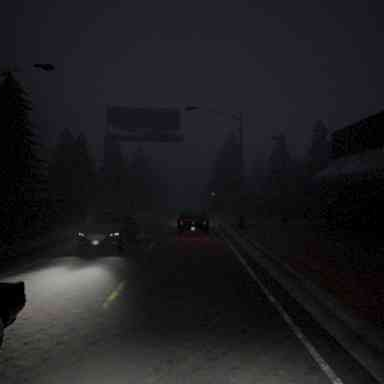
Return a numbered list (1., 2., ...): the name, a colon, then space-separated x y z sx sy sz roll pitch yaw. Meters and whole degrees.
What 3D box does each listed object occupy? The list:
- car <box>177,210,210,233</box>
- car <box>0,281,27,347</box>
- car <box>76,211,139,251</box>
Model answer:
1. car: 0.066 1.802 20.994 1.895 1.301 4.718 0 -1 0
2. car: -3.601 1.633 3.149 1.895 1.301 4.718 0 -1 0
3. car: -3.586 1.635 14.828 2.128 1.511 4.902 0 -1 0
